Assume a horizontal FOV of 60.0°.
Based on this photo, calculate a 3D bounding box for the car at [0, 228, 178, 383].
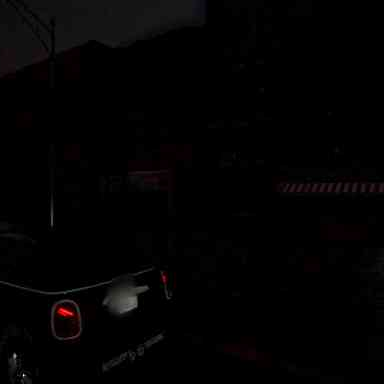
[{"bbox_3d":[-2.485,1.352,5.176,4.553,1.767,2.097,0,0,35],"label":"car"}]
